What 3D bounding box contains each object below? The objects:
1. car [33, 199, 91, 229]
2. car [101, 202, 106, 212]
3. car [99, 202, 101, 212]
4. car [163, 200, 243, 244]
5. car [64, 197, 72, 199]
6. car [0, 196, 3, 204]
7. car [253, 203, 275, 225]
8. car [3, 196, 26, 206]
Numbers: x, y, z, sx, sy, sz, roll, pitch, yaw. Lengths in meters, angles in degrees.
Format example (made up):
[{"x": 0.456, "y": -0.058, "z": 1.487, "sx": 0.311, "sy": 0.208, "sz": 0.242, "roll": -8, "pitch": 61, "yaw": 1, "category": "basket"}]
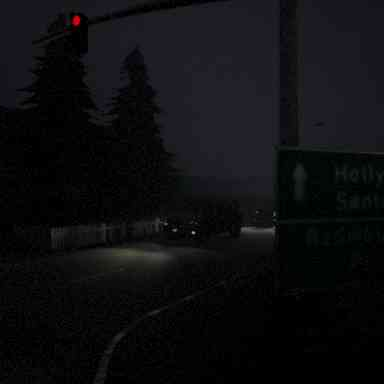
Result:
[{"x": -8.935, "y": 1.664, "z": 23.407, "sx": 1.905, "sy": 1.878, "sz": 3.866, "roll": -1, "pitch": 0, "yaw": 35, "category": "car"}, {"x": -12.237, "y": 2.046, "z": 45.992, "sx": 1.994, "sy": 1.385, "sz": 4.181, "roll": 0, "pitch": 0, "yaw": 20, "category": "car"}, {"x": -11.083, "y": 1.877, "z": 30.207, "sx": 2.242, "sy": 1.667, "sz": 4.611, "roll": -1, "pitch": 0, "yaw": 35, "category": "car"}, {"x": 0.788, "y": 1.496, "z": 18.217, "sx": 2.150, "sy": 2.045, "sz": 5.566, "roll": -1, "pitch": 0, "yaw": 36, "category": "car"}, {"x": -29.681, "y": 2.043, "z": 75.322, "sx": 3.633, "sy": 1.501, "sz": 1.845, "roll": -1, "pitch": 0, "yaw": 35, "category": "car"}, {"x": -48.276, "y": 1.925, "z": 80.391, "sx": 3.866, "sy": 1.878, "sz": 1.905, "roll": -1, "pitch": 0, "yaw": 35, "category": "car"}, {"x": 6.619, "y": 1.635, "z": 26.353, "sx": 2.097, "sy": 1.767, "sz": 4.553, "roll": -1, "pitch": 0, "yaw": 36, "category": "car"}, {"x": -35.449, "y": 2.011, "z": 67.161, "sx": 4.514, "sy": 1.523, "sz": 2.007, "roll": -1, "pitch": 0, "yaw": 35, "category": "car"}]
